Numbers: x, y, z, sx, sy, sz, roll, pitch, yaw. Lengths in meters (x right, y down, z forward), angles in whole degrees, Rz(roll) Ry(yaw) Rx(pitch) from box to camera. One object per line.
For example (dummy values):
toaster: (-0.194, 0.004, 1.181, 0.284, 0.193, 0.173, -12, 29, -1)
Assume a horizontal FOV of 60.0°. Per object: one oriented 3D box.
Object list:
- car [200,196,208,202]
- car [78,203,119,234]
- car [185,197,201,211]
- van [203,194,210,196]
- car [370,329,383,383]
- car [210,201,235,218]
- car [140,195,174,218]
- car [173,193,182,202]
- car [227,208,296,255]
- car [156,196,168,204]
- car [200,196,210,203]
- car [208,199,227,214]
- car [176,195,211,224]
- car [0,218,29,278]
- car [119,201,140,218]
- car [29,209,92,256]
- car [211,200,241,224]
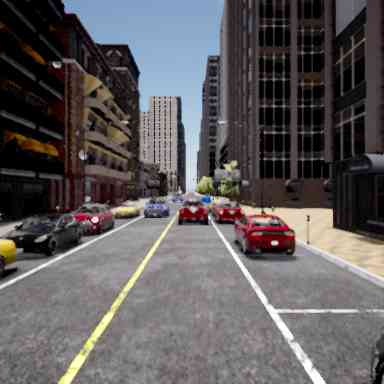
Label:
car: (2.692, 1.603, 75.368, 1.802, 1.307, 4.206, 0, 0, 0)
car: (-5.689, 1.421, 18.733, 1.967, 1.590, 4.097, 0, 0, 0)
car: (0.103, 1.464, 41.973, 1.882, 1.535, 5.008, 0, 0, 0)
van: (2.691, 1.347, 64.041, 1.690, 1.788, 3.998, 0, 0, 0)
car: (2.691, 1.549, 1.742, 2.008, 1.369, 4.403, 0, 0, 0)
car: (2.691, 1.523, 30.060, 1.887, 1.381, 4.507, 0, 0, 0)
car: (-3.096, 1.330, 30.199, 2.097, 1.767, 4.553, 0, 0, 0)
car: (-2.997, 1.228, 69.742, 2.150, 2.045, 5.566, 0, 0, 0)
car: (2.691, 1.531, 13.071, 1.887, 1.381, 4.507, 0, 0, 0)
car: (-5.688, 1.531, 63.871, 1.752, 1.417, 4.829, 0, 0, 0)
car: (2.691, 1.538, 69.876, 1.752, 1.417, 4.829, 0, 0, 0)
car: (2.691, 1.507, 35.892, 1.752, 1.417, 4.829, 0, 0, 0)
car: (0.100, 1.331, 24.844, 2.097, 1.767, 4.553, 0, 0, 0)
car: (-5.690, 1.518, 7.237, 1.752, 1.417, 4.829, 0, 0, 0)
car: (-5.689, 1.504, 29.890, 1.752, 1.417, 4.829, 0, 0, 0)
car: (-5.690, 1.552, 13.071, 1.947, 1.339, 4.313, 0, 0, 0)
car: (2.691, 1.418, 24.398, 1.967, 1.590, 4.097, 0, 0, 0)
